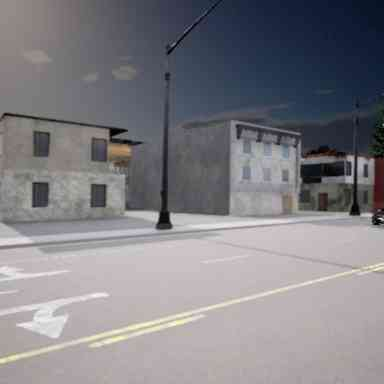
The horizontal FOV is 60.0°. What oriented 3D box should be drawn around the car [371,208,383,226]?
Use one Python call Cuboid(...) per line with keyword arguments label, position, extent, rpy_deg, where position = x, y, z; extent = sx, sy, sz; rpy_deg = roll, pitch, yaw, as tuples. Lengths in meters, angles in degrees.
Cuboid(label="car", position=(14.055, 1.529, 22.514), extent=(4.892, 1.490, 1.837), rpy_deg=(0, 0, -35))
